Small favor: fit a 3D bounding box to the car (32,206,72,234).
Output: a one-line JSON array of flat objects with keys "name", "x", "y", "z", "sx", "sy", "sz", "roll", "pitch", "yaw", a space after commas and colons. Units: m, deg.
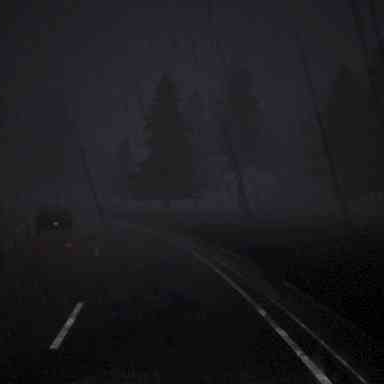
[{"name": "car", "x": -8.481, "y": 1.586, "z": 20.130, "sx": 1.882, "sy": 1.535, "sz": 5.008, "roll": 1, "pitch": -1, "yaw": -27}]
